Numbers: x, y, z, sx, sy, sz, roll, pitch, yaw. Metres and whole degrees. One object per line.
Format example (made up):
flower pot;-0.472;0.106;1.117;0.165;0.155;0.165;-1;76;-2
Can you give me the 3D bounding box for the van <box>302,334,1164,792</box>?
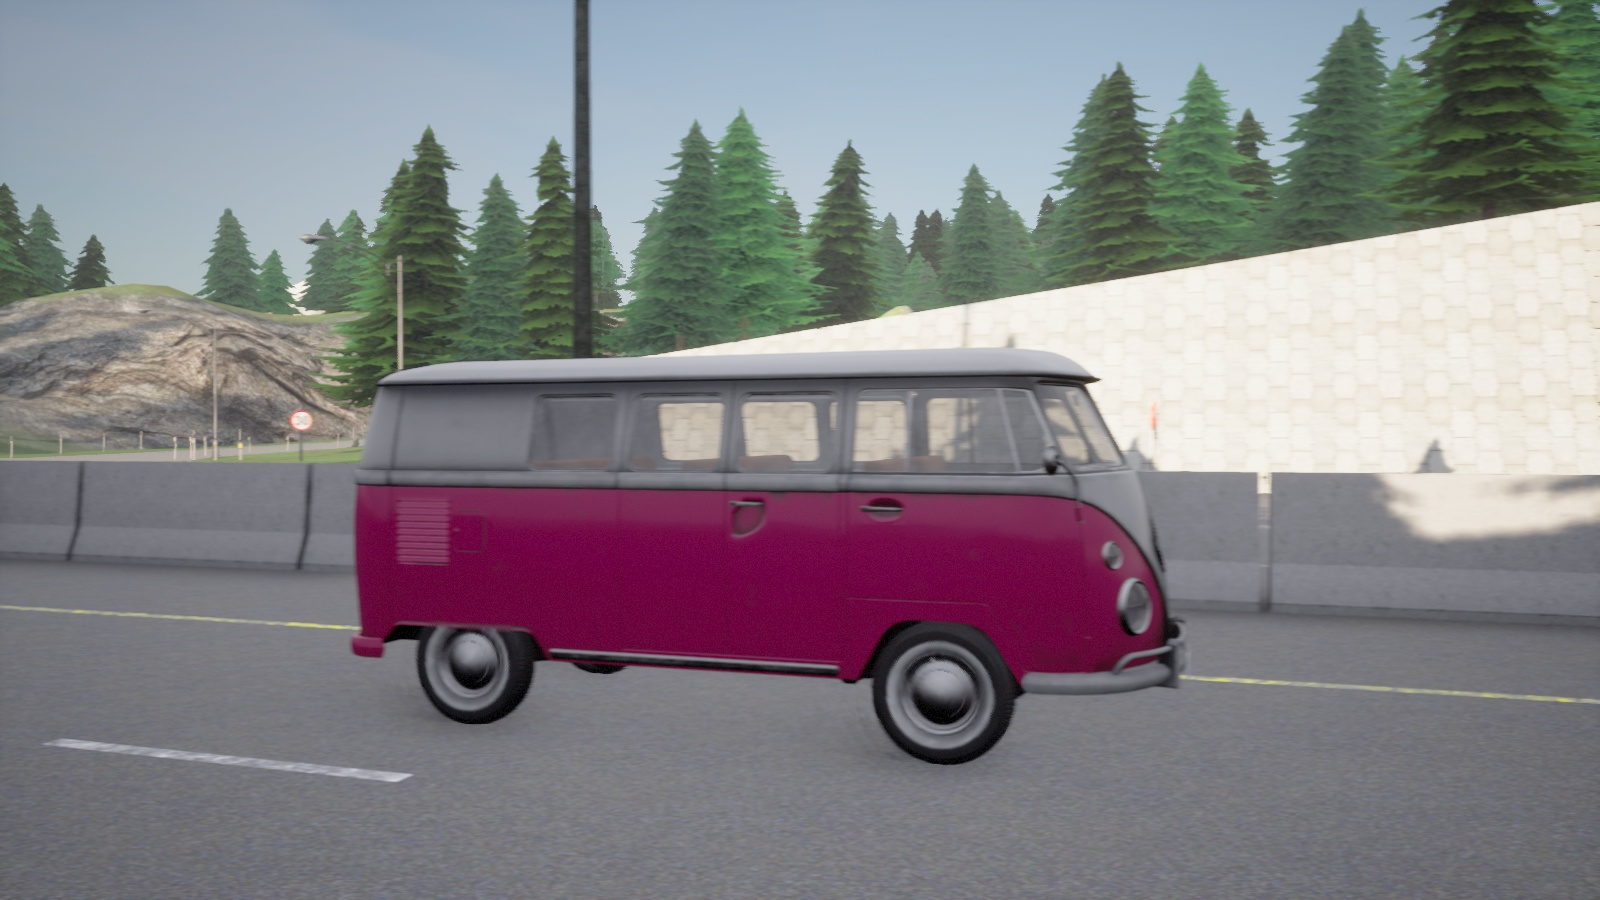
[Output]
van;-0.333;0.458;6.994;4.442;1.987;1.775;1;1;19
